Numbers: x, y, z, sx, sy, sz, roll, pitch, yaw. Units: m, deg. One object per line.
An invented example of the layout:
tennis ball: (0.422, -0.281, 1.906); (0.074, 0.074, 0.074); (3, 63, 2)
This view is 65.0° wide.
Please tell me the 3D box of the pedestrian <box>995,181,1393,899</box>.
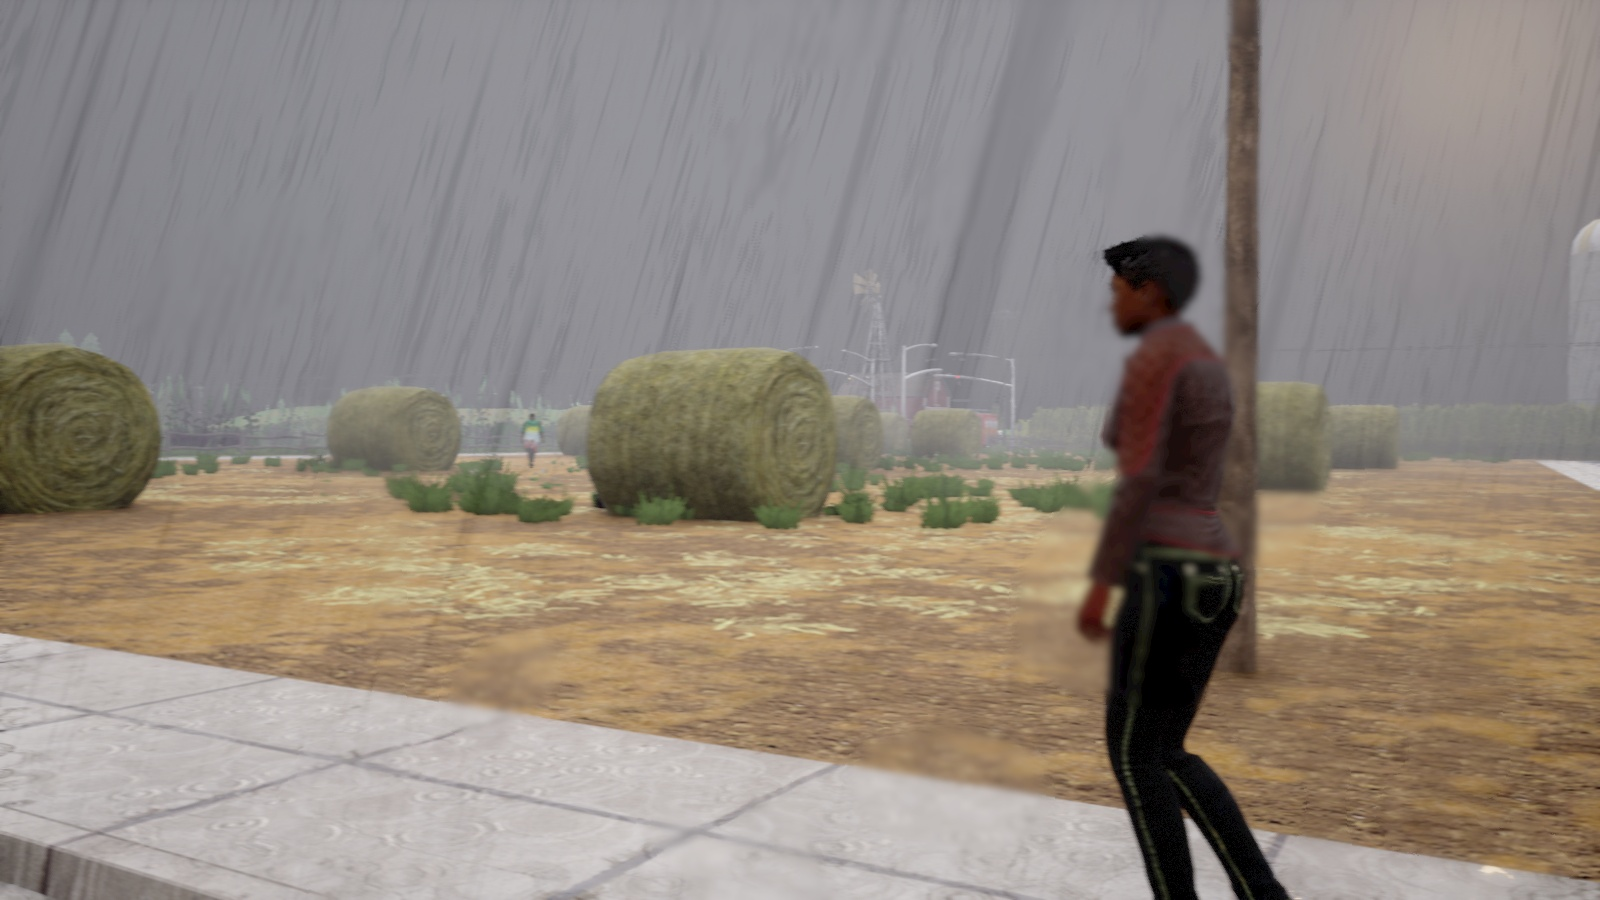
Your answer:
pedestrian: (0.951, 0.323, 3.100); (0.869, 1.805, 0.328); (0, 1, 39)

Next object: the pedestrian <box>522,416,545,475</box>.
pedestrian: (-8.857, -0.158, 41.757); (0.659, 1.952, 0.873); (-1, 1, -17)
